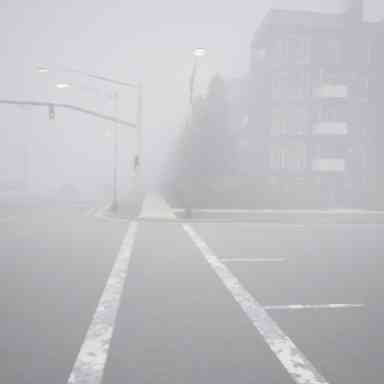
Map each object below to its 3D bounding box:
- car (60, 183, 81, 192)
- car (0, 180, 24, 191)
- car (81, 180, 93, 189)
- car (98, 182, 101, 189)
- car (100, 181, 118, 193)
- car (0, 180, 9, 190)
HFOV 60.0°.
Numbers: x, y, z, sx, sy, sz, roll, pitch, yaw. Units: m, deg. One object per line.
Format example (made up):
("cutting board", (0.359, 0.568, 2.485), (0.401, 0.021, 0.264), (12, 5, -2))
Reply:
("car", (-19.673, -0.814, 53.076), (1.994, 1.385, 4.181), (1, 2, -7))
("car", (-27.630, -0.991, 51.327), (2.128, 1.511, 4.902), (1, 2, -7))
("car", (-21.735, -1.634, 68.570), (2.097, 1.767, 4.553), (1, 2, -7))
("car", (-18.296, -1.463, 69.249), (1.882, 1.535, 5.008), (1, 2, -7))
("car", (-12.329, -0.634, 50.811), (1.837, 1.490, 4.892), (1, 2, -7))
("car", (-31.414, -1.164, 53.471), (1.882, 1.535, 5.008), (1, 2, -7))
